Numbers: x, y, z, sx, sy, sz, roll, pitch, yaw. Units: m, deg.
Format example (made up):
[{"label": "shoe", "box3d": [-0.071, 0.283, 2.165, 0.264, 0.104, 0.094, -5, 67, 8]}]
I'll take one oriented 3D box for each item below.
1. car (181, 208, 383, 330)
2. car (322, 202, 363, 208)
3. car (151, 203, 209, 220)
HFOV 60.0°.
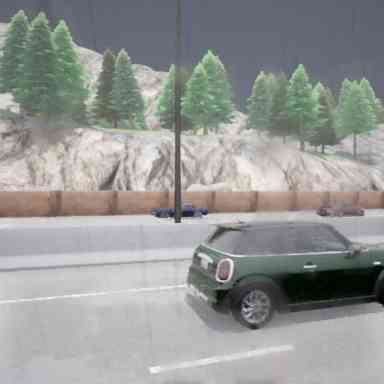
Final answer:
[{"label": "car", "box3d": [2.246, 1.357, 6.860, 4.553, 1.767, 2.097, 0, 0, -18]}, {"label": "car", "box3d": [13.167, 1.583, 29.481, 4.181, 1.385, 1.994, 0, 0, -22]}, {"label": "car", "box3d": [-1.049, 1.616, 28.087, 4.718, 1.301, 1.895, 0, 0, -19]}]
